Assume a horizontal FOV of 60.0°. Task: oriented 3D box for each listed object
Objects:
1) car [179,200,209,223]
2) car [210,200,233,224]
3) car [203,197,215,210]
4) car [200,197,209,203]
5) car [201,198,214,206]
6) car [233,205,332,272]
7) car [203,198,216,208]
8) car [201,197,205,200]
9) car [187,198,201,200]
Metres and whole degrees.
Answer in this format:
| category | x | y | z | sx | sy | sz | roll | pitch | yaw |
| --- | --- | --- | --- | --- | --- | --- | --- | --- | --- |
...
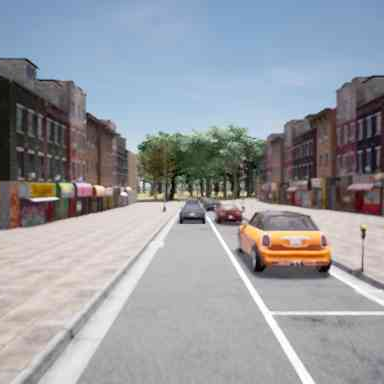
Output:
| category | x | y | z | sx | sy | sz | roll | pitch | yaw |
| --- | --- | --- | --- | --- | --- | --- | --- | --- | --- |
| car | 0.048 | 1.621 | 26.309 | 1.994 | 1.385 | 4.181 | 0 | 0 | 1 |
| car | 2.658 | 1.585 | 24.935 | 1.887 | 1.381 | 4.507 | -1 | 0 | 0 |
| car | 2.678 | 1.646 | 41.154 | 1.947 | 1.339 | 4.313 | -1 | 0 | 0 |
| car | 2.719 | 1.742 | 73.593 | 1.887 | 1.381 | 4.507 | -1 | 0 | 0 |
| car | 2.698 | 1.684 | 57.373 | 2.008 | 1.369 | 4.403 | -1 | 0 | 0 |
| car | 2.763 | 1.367 | 10.979 | 2.097 | 1.767 | 4.553 | 0 | 0 | 0 |
| car | 2.691 | 1.659 | 51.967 | 1.887 | 1.381 | 4.507 | -1 | 0 | 0 |
| car | 2.685 | 1.647 | 46.561 | 2.008 | 1.369 | 4.403 | -1 | 0 | 0 |
| car | 0.060 | 1.595 | 47.934 | 2.128 | 1.511 | 4.902 | 0 | -1 | 1 |
